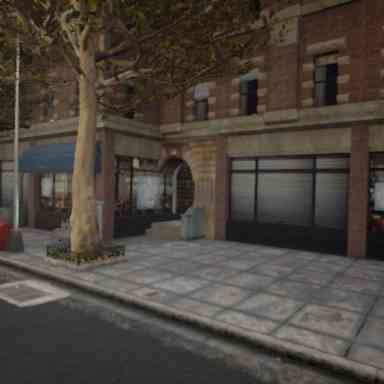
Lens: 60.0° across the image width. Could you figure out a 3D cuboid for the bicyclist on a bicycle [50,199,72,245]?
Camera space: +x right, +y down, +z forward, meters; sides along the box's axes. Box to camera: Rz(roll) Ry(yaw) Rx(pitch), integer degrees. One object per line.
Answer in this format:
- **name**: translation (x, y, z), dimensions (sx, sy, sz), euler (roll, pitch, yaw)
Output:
- **bicyclist on a bicycle**: translation (-3.872, 1.063, 10.905), dimensions (0.582, 1.620, 1.656), euler (2, 1, 36)
